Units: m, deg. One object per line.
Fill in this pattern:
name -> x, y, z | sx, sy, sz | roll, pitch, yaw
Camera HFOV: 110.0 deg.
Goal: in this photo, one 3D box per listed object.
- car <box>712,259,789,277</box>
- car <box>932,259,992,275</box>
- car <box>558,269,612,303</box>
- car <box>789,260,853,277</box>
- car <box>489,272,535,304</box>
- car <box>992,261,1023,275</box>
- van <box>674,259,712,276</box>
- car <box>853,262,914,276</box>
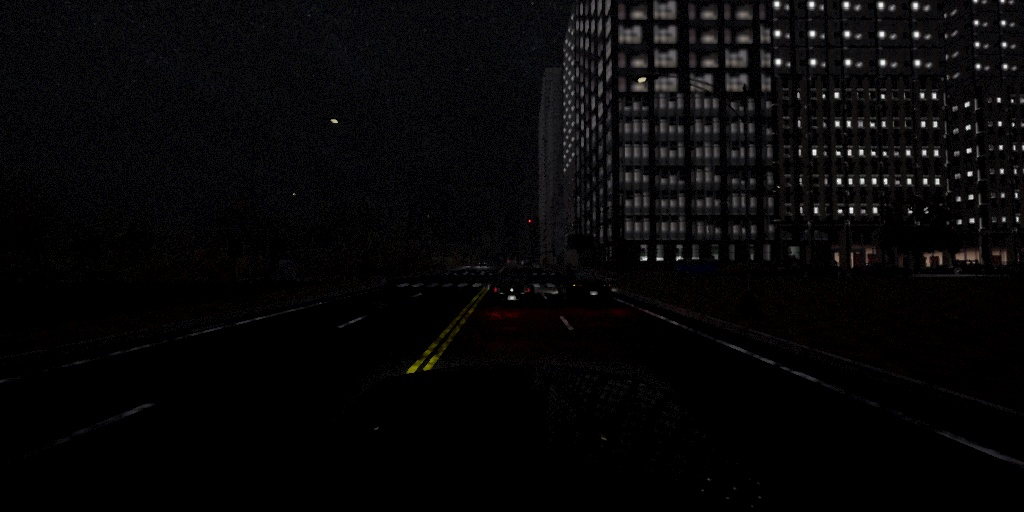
car -> 19.572, 1.122, 29.554 | 4.829, 1.417, 1.751 | 0, 0, -1
car -> 47.158, 1.150, 37.915 | 4.097, 1.591, 1.967 | 0, 0, -1
car -> 3.250, 1.305, 16.546 | 1.812, 1.442, 4.674 | 0, 0, 0
car -> 24.986, 1.008, 29.620 | 4.097, 1.591, 1.967 | 0, 0, -1
car -> 0.000, 1.388, 16.575 | 1.895, 1.301, 4.718 | 0, 0, 0
car -> 50.649, 1.268, 35.267 | 4.718, 1.301, 1.895 | 0, -2, -1
van -> 19.191, 1.185, 37.572 | 3.998, 1.789, 1.690 | 0, 0, -1
car -> 30.570, 1.123, 29.689 | 4.207, 1.307, 1.802 | 0, 0, -1
